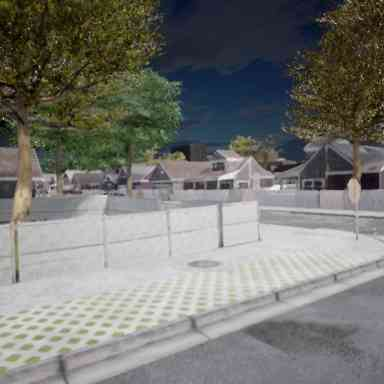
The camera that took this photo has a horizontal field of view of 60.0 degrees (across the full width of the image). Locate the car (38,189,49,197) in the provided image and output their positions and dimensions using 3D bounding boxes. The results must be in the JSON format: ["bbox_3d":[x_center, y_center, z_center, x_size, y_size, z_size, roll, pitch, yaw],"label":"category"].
[{"bbox_3d":[-37.405,0.238,83.171,2.150,2.045,5.566,-2,2,-36],"label":"car"}]

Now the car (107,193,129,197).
[{"bbox_3d":[-8.535,0.847,38.171,1.837,1.490,4.892,-2,2,-36],"label":"car"}]
